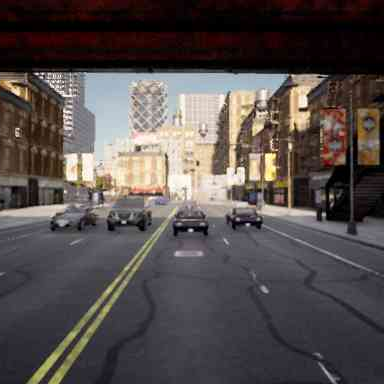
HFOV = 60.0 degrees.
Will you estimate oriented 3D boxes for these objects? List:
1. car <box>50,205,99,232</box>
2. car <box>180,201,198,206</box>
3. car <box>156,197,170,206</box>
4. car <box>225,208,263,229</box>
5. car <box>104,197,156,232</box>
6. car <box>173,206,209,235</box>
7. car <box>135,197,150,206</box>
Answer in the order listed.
[{"bbox_3d":[-7.315,1.595,21.106,2.128,1.511,4.902,0,0,-1],"label":"car"},{"bbox_3d":[-0.302,1.724,36.702,2.033,1.411,5.357,0,0,-1],"label":"car"},{"bbox_3d":[-5.677,1.777,62.228,1.882,1.535,5.008,0,0,-15],"label":"car"},{"bbox_3d":[3.370,1.708,22.435,1.895,1.301,4.718,0,0,-1],"label":"car"},{"bbox_3d":[-3.817,1.325,21.250,2.150,2.045,5.566,0,0,-1],"label":"car"},{"bbox_3d":[-0.093,1.694,19.330,1.895,1.301,4.718,0,0,-1],"label":"car"},{"bbox_3d":[-9.283,1.793,62.062,2.128,1.511,4.902,0,0,-17],"label":"car"}]
